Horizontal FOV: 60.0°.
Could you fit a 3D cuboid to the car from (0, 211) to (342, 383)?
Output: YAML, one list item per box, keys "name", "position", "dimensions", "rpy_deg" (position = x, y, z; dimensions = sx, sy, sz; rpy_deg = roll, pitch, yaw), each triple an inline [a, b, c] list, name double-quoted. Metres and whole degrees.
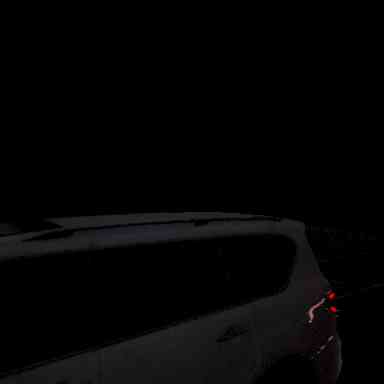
- name: "car"
  position: [-1.141, 1.223, 2.584]
  dimensions: [5.566, 2.045, 2.150]
  rpy_deg: [0, 0, -34]
